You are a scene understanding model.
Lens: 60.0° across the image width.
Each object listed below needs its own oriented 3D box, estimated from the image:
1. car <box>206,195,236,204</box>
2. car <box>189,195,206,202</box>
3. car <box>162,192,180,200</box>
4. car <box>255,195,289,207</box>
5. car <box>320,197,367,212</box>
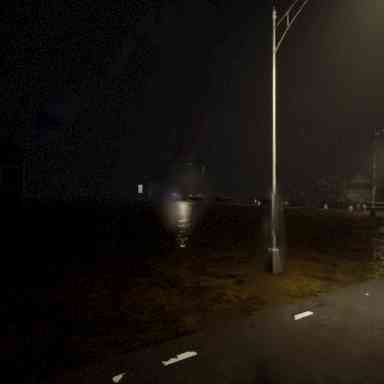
[{"bbox_3d":[4.822,1.173,52.400,1.895,1.301,4.718,2,-1,-35],"label":"car"},{"bbox_3d":[1.304,1.188,63.733,1.895,1.301,4.718,2,-1,-35],"label":"car"},{"bbox_3d":[-4.619,0.876,71.927,2.097,1.767,4.553,2,-1,-35],"label":"car"},{"bbox_3d":[10.590,1.176,44.255,1.837,1.490,4.892,2,0,-35],"label":"car"},{"bbox_3d":[16.344,1.292,36.140,1.837,1.490,4.892,2,0,-35],"label":"car"}]
